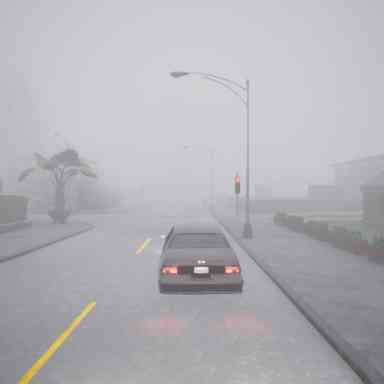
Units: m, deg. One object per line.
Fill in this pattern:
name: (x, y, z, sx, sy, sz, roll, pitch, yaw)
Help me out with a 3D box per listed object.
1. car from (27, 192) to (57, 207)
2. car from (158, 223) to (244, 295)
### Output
car: (-19.782, 0.986, 43.806, 1.905, 1.878, 3.866, 0, 0, 35)
car: (0.109, 1.547, 8.902, 2.033, 1.411, 5.357, 0, 0, -2)
